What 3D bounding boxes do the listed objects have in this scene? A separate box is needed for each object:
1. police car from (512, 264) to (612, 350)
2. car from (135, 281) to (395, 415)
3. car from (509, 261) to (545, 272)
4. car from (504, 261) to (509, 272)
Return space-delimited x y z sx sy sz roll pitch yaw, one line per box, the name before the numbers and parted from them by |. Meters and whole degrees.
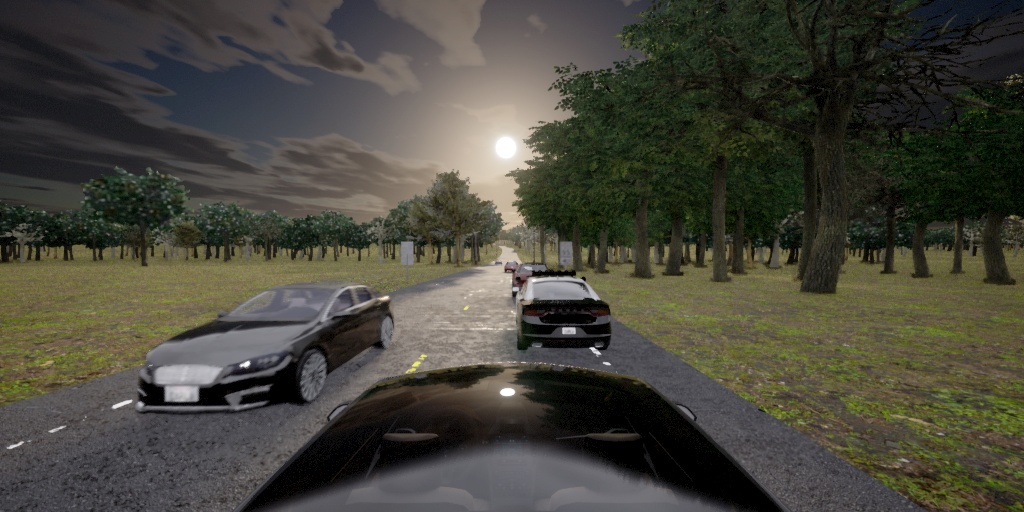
police car | 1.047 1.173 9.175 1.930 1.638 5.238 0 0 0
car | -3.600 1.240 6.359 2.128 1.511 4.902 0 0 0
car | 1.044 1.102 19.040 2.097 1.767 4.553 0 0 0
car | 0.019 1.370 46.848 1.994 1.385 4.181 0 0 0
